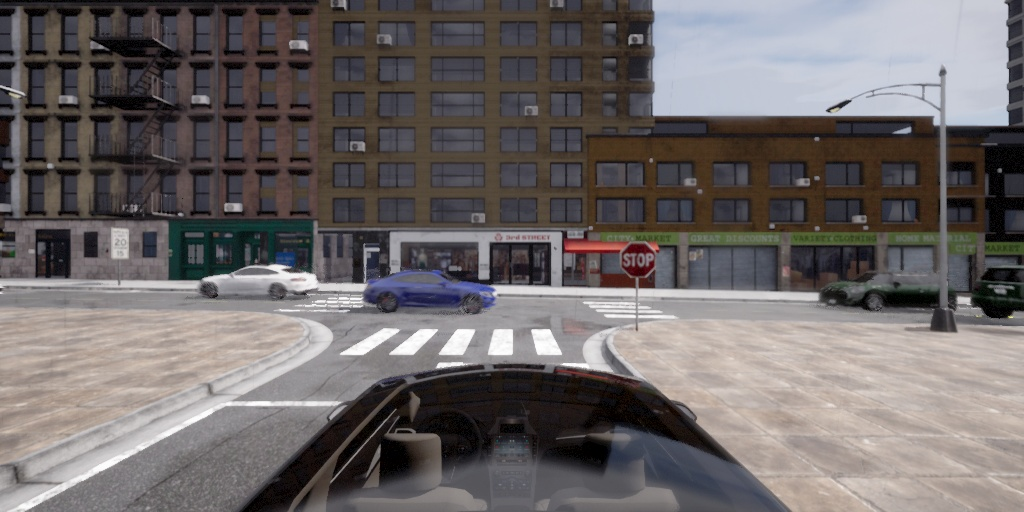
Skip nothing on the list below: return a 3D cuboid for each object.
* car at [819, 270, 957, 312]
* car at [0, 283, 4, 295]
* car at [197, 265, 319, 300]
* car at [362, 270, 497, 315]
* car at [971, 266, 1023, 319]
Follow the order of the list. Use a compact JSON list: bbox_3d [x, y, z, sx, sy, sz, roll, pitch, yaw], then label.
[{"bbox_3d":[16.369,1.470,15.795,4.553,1.767,2.097,1,0,0],"label":"car"},{"bbox_3d":[-21.426,0.933,12.830,4.674,1.442,1.812,1,0,0],"label":"car"},{"bbox_3d":[-11.056,1.108,15.786,4.674,1.442,1.812,1,0,0],"label":"car"},{"bbox_3d":[-2.877,1.233,12.837,4.674,1.442,1.812,1,0,0],"label":"car"},{"bbox_3d":[20.171,1.426,12.847,5.566,2.045,2.150,2,0,0],"label":"car"}]
